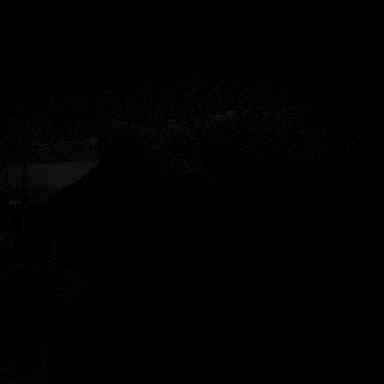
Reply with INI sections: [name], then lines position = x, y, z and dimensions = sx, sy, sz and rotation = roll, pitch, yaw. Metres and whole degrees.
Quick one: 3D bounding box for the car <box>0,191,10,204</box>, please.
[car]
position = -21.069, 0.577, 35.381
dimensions = 1.812, 1.442, 4.674
rotation = 2, 1, -9
